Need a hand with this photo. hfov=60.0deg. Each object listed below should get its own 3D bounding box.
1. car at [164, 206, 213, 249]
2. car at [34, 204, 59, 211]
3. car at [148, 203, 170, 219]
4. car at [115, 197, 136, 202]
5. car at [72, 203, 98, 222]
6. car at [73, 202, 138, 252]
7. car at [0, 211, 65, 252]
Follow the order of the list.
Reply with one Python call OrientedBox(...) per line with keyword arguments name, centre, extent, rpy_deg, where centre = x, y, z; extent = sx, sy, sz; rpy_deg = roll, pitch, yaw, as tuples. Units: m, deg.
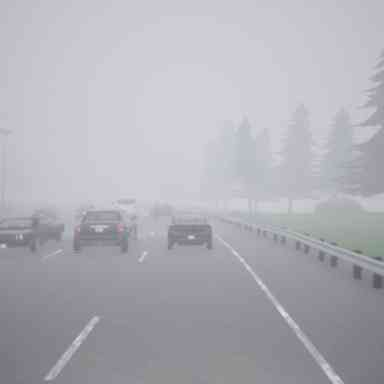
OrientedBox(name="car", centre=(-0.212, 1.628, 15.402), extent=(1.882, 1.535, 5.008), rpy_deg=(0, 0, -4))
OrientedBox(name="car", centre=(-13.331, 1.822, 30.482), extent=(1.812, 1.442, 4.674), rpy_deg=(0, 0, -16))
OrientedBox(name="car", centre=(-3.164, 1.815, 33.113), extent=(2.128, 1.511, 4.902), rpy_deg=(0, 0, -16))
OrientedBox(name="car", centre=(-6.465, 1.528, 31.959), extent=(2.150, 2.045, 5.566), rpy_deg=(0, 0, -15))
OrientedBox(name="car", centre=(-9.837, 1.849, 31.016), extent=(2.033, 1.411, 5.357), rpy_deg=(0, -1, -15))
OrientedBox(name="car", centre=(-3.669, 1.495, 14.792), extent=(2.097, 1.767, 4.553), rpy_deg=(0, -1, -4))
OrientedBox(name="car", centre=(-7.161, 1.744, 14.613), extent=(1.895, 1.301, 4.718), rpy_deg=(0, -1, -4))
